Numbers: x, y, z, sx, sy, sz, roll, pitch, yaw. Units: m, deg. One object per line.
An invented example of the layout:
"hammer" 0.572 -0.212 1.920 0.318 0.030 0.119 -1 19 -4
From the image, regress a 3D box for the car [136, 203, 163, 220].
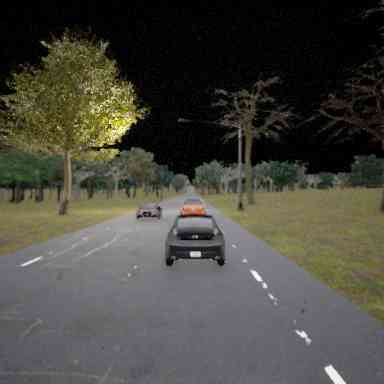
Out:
"car" -3.593 1.611 28.649 1.994 1.385 4.181 0 0 0

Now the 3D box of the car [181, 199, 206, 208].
"car" 0.098 1.399 28.706 2.097 1.767 4.553 0 0 0

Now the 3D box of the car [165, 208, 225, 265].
"car" 0.100 1.539 11.895 1.837 1.490 4.892 0 0 0
